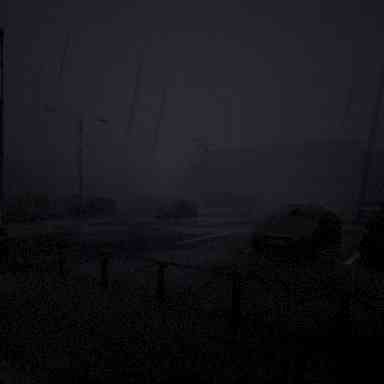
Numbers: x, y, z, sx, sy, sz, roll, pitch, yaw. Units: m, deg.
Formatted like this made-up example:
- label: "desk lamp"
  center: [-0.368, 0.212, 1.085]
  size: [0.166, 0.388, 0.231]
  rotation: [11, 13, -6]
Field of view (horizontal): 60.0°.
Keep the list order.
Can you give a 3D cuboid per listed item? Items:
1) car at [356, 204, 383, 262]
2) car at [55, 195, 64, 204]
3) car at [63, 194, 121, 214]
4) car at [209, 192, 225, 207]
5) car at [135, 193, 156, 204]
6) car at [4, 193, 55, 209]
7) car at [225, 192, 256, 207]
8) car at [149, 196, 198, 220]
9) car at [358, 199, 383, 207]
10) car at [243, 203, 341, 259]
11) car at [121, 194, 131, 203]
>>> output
- label: "car"
  center: [6.693, 1.338, 10.776]
  size: [2.007, 1.523, 4.514]
  rotation: [0, 0, 35]
- label: "car"
  center: [-19.024, 1.125, 51.343]
  size: [2.007, 1.523, 4.514]
  rotation: [0, 0, 35]
- label: "car"
  center: [-9.326, 1.200, 31.413]
  size: [2.007, 1.523, 4.514]
  rotation: [0, 0, 35]
- label: "car"
  center: [3.928, 0.993, 44.213]
  size: [1.905, 1.878, 3.866]
  rotation: [0, 0, 35]
- label: "car"
  center: [-6.538, 1.020, 51.574]
  size: [2.152, 1.636, 5.027]
  rotation: [0, 0, 35]
- label: "car"
  center: [-19.105, 0.951, 39.160]
  size: [1.932, 1.855, 4.605]
  rotation: [0, 0, 35]
- label: "car"
  center: [6.542, 1.024, 42.879]
  size: [1.932, 1.855, 4.605]
  rotation: [0, 0, 35]
- label: "car"
  center: [-1.177, 1.260, 25.630]
  size: [1.845, 1.501, 3.633]
  rotation: [0, 0, 35]
- label: "car"
  center: [14.956, 1.371, 27.721]
  size: [1.970, 1.475, 3.806]
  rotation: [0, 0, 35]
- label: "car"
  center: [4.097, 1.316, 12.538]
  size: [2.152, 1.636, 5.027]
  rotation: [0, 0, 35]
- label: "car"
  center: [-11.973, 1.074, 55.001]
  size: [1.970, 1.475, 3.806]
  rotation: [0, 0, 35]
